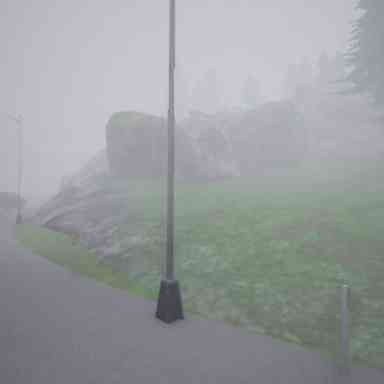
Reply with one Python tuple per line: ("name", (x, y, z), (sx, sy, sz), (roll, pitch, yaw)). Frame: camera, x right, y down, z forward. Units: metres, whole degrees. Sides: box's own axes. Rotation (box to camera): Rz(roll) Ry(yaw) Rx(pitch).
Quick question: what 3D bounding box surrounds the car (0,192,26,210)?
("car", (-21.341, 1.030, 38.650), (2.150, 2.045, 5.566), (0, 0, -5))
